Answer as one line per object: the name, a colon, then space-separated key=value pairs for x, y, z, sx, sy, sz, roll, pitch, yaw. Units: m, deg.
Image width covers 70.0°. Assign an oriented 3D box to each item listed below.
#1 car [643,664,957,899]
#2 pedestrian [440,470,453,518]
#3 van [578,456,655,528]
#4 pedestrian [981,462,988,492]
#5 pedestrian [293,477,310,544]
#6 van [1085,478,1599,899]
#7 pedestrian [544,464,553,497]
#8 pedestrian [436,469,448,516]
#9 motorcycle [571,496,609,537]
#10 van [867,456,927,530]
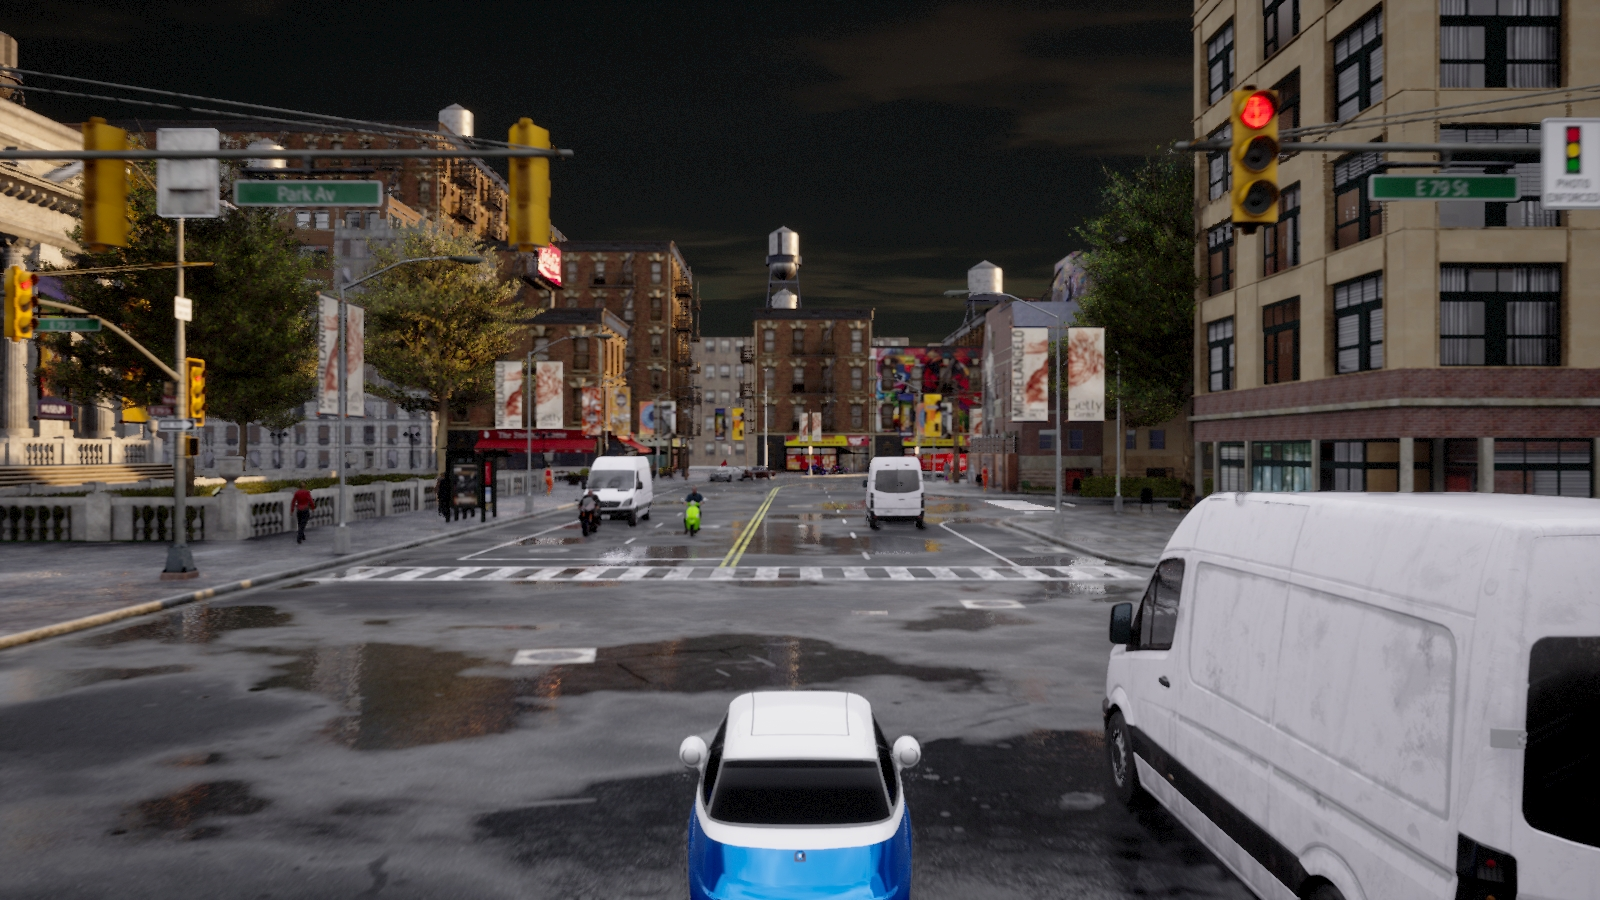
car: x=0.000 y=2.120 z=6.503 sx=1.481 sy=1.376 sz=2.207 roll=0 pitch=0 yaw=0
pedestrian: x=-13.683 y=1.699 z=44.217 sx=0.375 sy=1.860 sz=0.375 roll=0 pitch=0 yaw=1
van: x=-6.984 y=1.537 z=44.089 sx=1.988 sy=2.561 sz=5.915 roll=0 pitch=0 yaw=0
pedestrian: x=11.740 y=1.701 z=72.618 sx=0.375 sy=1.860 sz=0.375 roll=0 pitch=0 yaw=1
pedestrian: x=-13.991 y=1.698 z=32.063 sx=0.375 sy=1.860 sz=0.375 roll=0 pitch=0 yaw=-10
van: x=3.510 y=1.535 z=7.146 sx=1.988 sy=2.561 sz=5.915 roll=0 pitch=0 yaw=0
pedestrian: x=-14.224 y=1.701 z=64.565 sx=0.375 sy=1.860 sz=0.375 roll=0 pitch=0 yaw=8
pedestrian: x=-14.397 y=1.700 z=45.935 sx=0.375 sy=1.860 sz=0.375 roll=0 pitch=0 yaw=-6
motorcycle: x=-6.993 y=2.207 z=38.168 sx=0.867 sy=1.251 sz=2.209 roll=0 pitch=0 yaw=0
van: x=3.570 y=1.537 z=43.149 sx=1.988 sy=2.561 sz=5.915 roll=0 pitch=0 yaw=2
